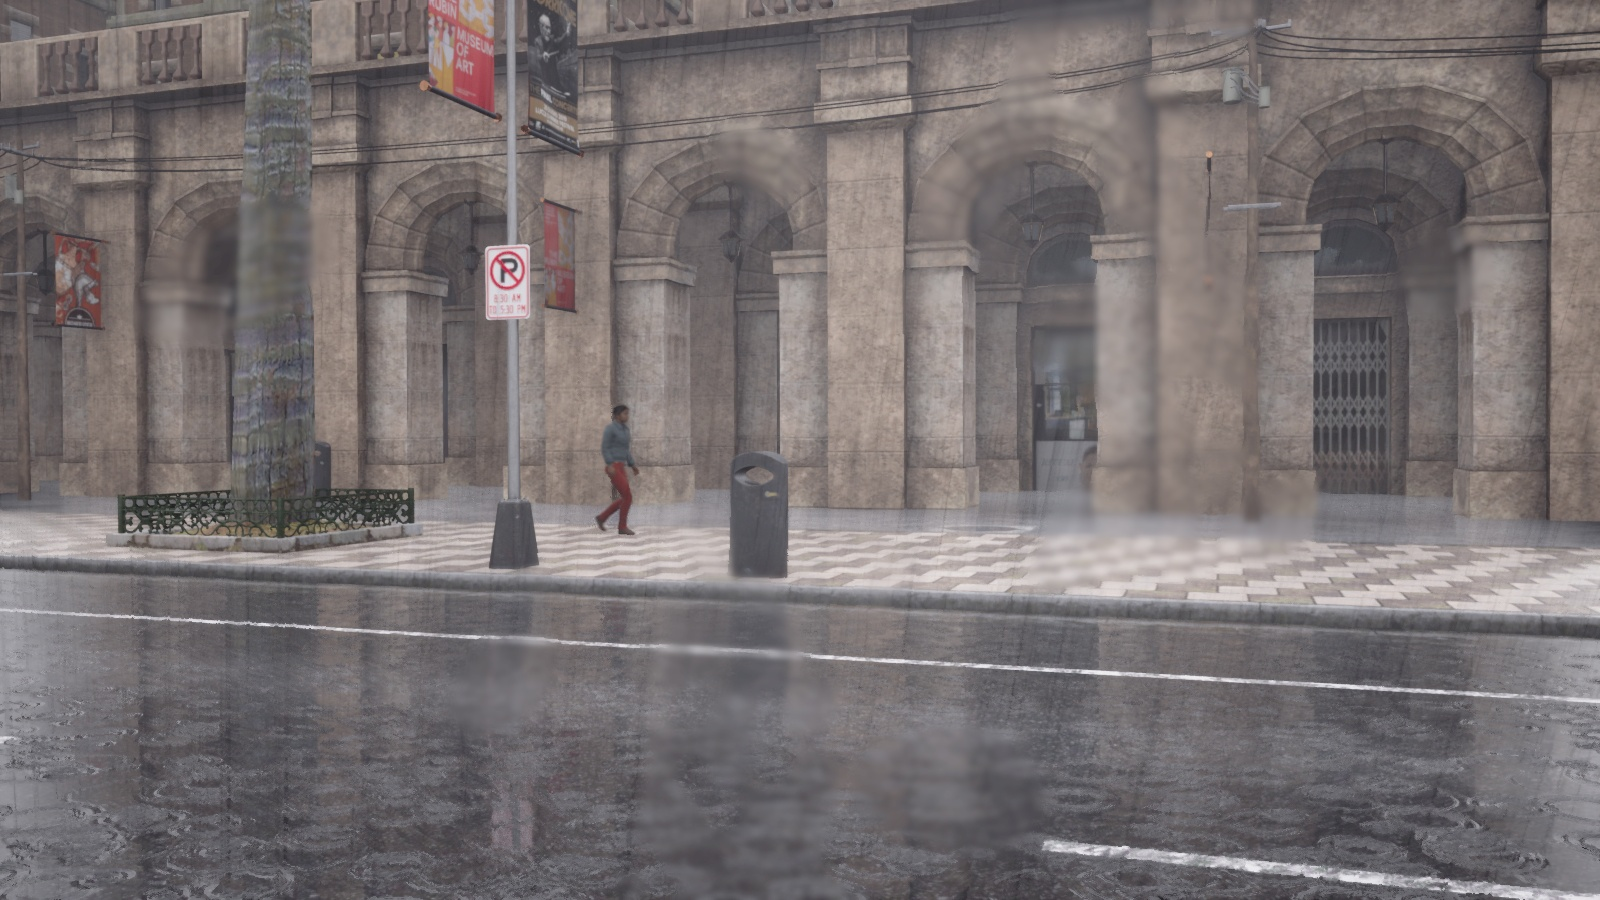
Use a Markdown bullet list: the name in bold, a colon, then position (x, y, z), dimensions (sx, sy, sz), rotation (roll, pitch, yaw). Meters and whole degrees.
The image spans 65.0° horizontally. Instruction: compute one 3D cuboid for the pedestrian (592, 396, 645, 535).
- **pedestrian**: position (-2.458, 0.202, 16.981), dimensions (0.614, 1.847, 0.353), rotation (1, 1, 18)
